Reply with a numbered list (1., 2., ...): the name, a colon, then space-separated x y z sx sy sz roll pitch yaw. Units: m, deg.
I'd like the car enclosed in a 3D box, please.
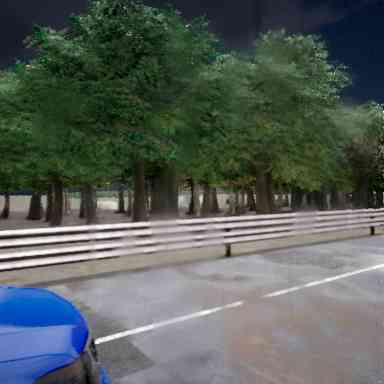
1. car: -3.161 1.221 1.490 5.566 2.045 2.150 0 0 -36
